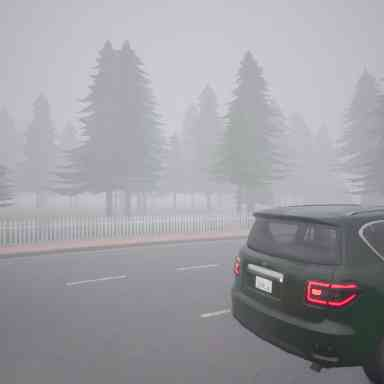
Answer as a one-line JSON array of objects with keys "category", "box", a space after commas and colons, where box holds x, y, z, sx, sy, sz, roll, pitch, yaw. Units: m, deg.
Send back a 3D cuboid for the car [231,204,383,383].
[{"category": "car", "box": [3.258, 1.222, 5.320, 5.566, 2.045, 2.150, 0, 0, -28]}]
